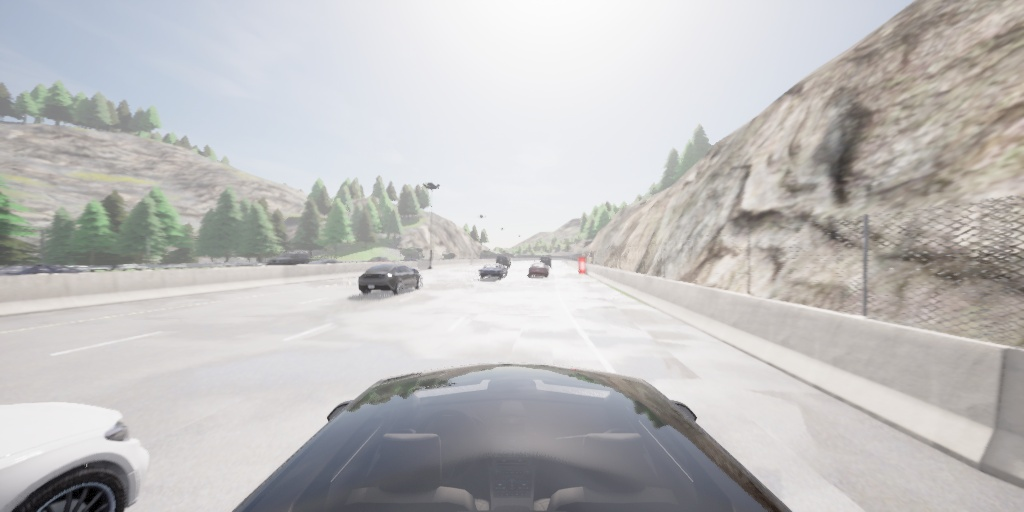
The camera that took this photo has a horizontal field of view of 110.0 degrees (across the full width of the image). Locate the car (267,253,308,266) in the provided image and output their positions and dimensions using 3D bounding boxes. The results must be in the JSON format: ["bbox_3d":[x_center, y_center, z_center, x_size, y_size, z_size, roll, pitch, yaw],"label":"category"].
[{"bbox_3d":[-28.080,0.603,45.445,2.150,2.045,5.566,1,0,7],"label":"car"}]

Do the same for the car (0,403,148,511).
[{"bbox_3d":[-3.473,1.227,0.527,1.812,1.442,4.674,0,0,0],"label":"car"}]

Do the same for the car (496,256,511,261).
[{"bbox_3d":[-1.463,0.987,60.744,2.150,2.045,5.566,1,0,6],"label":"car"}]

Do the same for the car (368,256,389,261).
[{"bbox_3d":[-20.055,0.861,53.885,2.097,1.767,4.553,1,0,7],"label":"car"}]

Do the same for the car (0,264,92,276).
[{"bbox_3d":[-20.634,1.039,15.311,1.994,1.385,4.181,1,0,4],"label":"car"}]

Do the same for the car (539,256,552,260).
[{"bbox_3d":[6.060,1.093,65.215,2.150,2.045,5.566,1,0,6],"label":"car"}]

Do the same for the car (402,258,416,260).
[{"bbox_3d":[-16.274,1.084,56.163,1.837,1.490,4.892,1,0,7],"label":"car"}]

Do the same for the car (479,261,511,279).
[{"bbox_3d":[-1.564,1.348,32.272,1.895,1.301,4.718,1,0,8],"label":"car"}]

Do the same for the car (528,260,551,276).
[{"bbox_3d":[2.780,1.373,37.208,1.994,1.385,4.181,1,0,7],"label":"car"}]

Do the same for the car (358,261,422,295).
[{"bbox_3d":[-6.315,1.179,19.102,1.837,1.490,4.892,0,0,6],"label":"car"}]

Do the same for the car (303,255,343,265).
[{"bbox_3d":[-24.357,0.991,47.116,2.033,1.411,5.357,1,0,7],"label":"car"}]

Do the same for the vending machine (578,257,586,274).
[{"bbox_3d":[8.479,1.087,43.619,1.100,2.100,0.880,0,0,7],"label":"vending machine"}]
